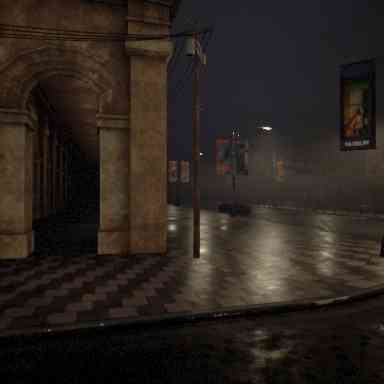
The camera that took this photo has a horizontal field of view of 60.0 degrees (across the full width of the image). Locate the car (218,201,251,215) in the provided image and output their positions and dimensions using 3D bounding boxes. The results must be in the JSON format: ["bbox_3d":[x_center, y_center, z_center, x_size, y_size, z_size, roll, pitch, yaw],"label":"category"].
[{"bbox_3d":[4.224,1.595,33.572,1.895,1.301,4.718,0,0,-15],"label":"car"}]
